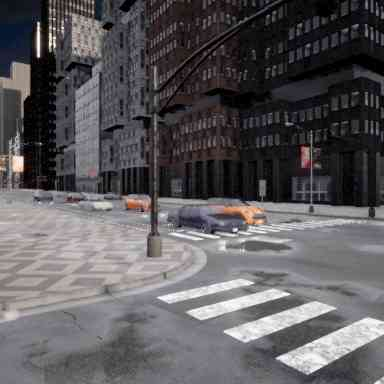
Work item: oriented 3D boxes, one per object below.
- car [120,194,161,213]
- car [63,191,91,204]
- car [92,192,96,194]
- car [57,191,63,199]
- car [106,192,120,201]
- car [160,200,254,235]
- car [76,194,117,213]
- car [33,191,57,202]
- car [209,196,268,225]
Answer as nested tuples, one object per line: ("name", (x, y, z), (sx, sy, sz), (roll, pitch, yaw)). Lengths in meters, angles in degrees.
("car", (-4.542, 0.985, 30.888), (2.097, 1.767, 4.553), (0, 1, -36))
("car", (-16.520, 0.809, 47.582), (1.882, 1.535, 5.008), (0, 1, -35))
("car", (-19.062, 0.715, 62.506), (1.895, 1.301, 4.718), (0, 1, -36))
("car", (-25.076, 0.573, 65.294), (2.033, 1.411, 5.357), (0, 1, -36))
("car", (-12.991, 0.766, 54.077), (2.128, 1.511, 4.902), (0, 1, -36))
("car", (0.591, 1.373, 17.937), (2.033, 1.411, 5.357), (0, 1, -33))
("car", (-9.224, 1.187, 31.828), (1.895, 1.301, 4.718), (0, 1, -36))
("car", (-22.599, 0.595, 50.547), (2.097, 1.767, 4.553), (0, 1, -35))
("car", (2.605, 1.152, 21.299), (2.097, 1.767, 4.553), (0, 1, -39))
